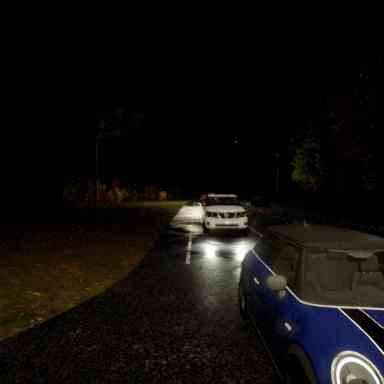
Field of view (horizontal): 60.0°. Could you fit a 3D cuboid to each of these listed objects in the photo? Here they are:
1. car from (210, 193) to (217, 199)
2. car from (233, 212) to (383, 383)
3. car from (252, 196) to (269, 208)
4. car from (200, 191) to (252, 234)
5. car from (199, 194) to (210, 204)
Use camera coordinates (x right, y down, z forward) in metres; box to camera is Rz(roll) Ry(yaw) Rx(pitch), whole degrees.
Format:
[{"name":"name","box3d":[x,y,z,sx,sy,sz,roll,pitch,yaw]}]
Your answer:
[{"name":"car","box3d":[5.803,1.020,89.830,1.837,1.490,4.892,0,0,4]},{"name":"car","box3d":[1.929,1.338,4.220,2.097,1.767,4.553,0,0,-1]},{"name":"car","box3d":[9.000,1.263,44.333,2.128,1.511,4.902,0,0,1]},{"name":"car","box3d":[1.712,1.120,18.848,2.150,2.045,5.566,0,0,0]},{"name":"car","box3d":[2.300,1.170,59.174,1.882,1.535,5.008,0,1,2]}]
